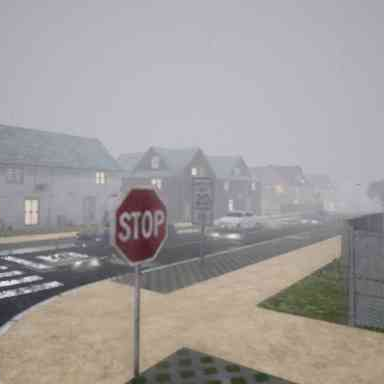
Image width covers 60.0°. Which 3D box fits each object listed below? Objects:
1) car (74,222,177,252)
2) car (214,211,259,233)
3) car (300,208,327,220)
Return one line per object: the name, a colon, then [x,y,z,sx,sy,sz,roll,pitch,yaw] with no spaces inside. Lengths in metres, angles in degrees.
car: [-2.988,1.939,16.306,2.033,1.411,5.357,1,-1,37]
car: [3.509,2.155,25.076,1.812,1.442,4.674,1,-1,36]
car: [14.903,2.602,40.410,2.033,1.411,5.357,1,-1,37]
